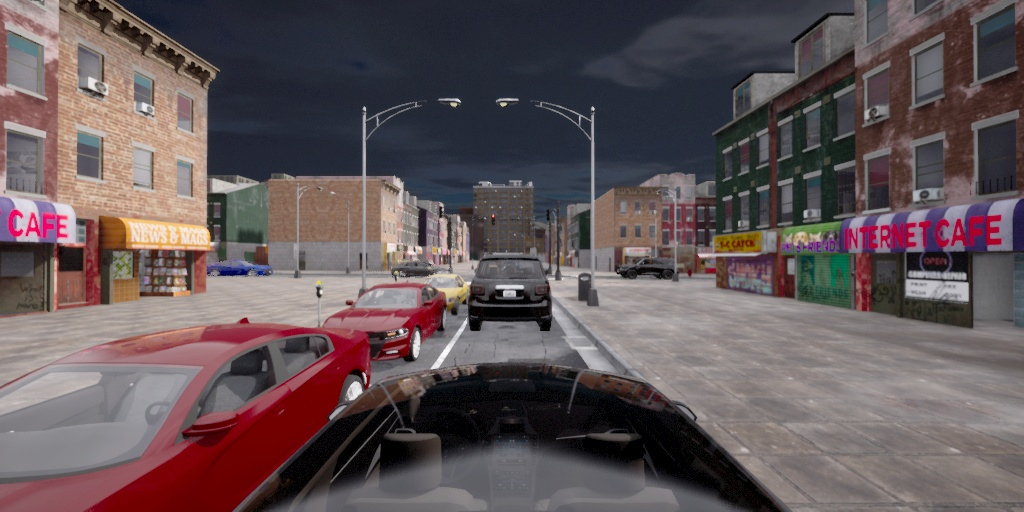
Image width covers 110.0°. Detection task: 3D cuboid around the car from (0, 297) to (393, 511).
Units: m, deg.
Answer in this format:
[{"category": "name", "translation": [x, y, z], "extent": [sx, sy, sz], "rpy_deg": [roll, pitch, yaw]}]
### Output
[{"category": "car", "translation": [-2.637, 1.295, 2.761], "extent": [1.888, 1.381, 4.507], "rpy_deg": [0, 0, 0]}]

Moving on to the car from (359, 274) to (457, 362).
[{"category": "car", "translation": [-2.637, 1.296, 8.255], "extent": [1.888, 1.381, 4.507], "rpy_deg": [0, 0, 0]}]

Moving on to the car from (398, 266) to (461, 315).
[{"category": "car", "translation": [-2.637, 1.279, 13.579], "extent": [1.751, 1.417, 4.829], "rpy_deg": [0, 0, 0]}]

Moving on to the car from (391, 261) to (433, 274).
[{"category": "car", "translation": [-7.819, 1.222, 30.873], "extent": [4.892, 1.490, 1.837], "rpy_deg": [0, 0, 0]}]

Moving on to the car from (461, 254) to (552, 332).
[{"category": "car", "translation": [-0.028, 0.974, 11.059], "extent": [2.150, 2.045, 5.566], "rpy_deg": [0, 0, 1]}]

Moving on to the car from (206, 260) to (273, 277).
[{"category": "car", "translation": [-23.300, 1.084, 30.796], "extent": [5.008, 1.535, 1.882], "rpy_deg": [0, 0, 0]}]

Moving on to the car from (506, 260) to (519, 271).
[{"category": "car", "translation": [0.110, 1.341, 53.180], "extent": [1.812, 1.442, 4.674], "rpy_deg": [0, 0, 0]}]

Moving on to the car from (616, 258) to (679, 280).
[{"category": "car", "translation": [12.816, 1.160, 33.934], "extent": [5.566, 2.045, 2.150], "rpy_deg": [1, 0, 0]}]
